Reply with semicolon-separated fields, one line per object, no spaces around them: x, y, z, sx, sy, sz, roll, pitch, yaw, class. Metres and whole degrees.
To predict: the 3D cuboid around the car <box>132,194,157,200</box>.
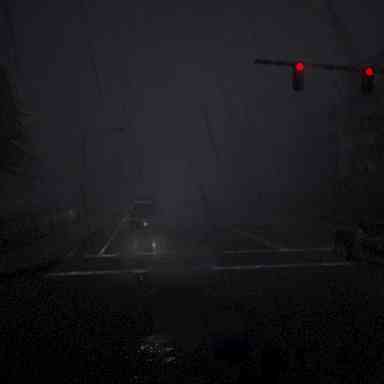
-4.605;1.223;32.288;2.150;2.045;5.566;0;0;-8;car

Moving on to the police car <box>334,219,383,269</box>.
5.938;1.425;9.351;1.930;1.638;5.238;0;0;-8;police car

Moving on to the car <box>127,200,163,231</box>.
-2.899;1.491;20.594;2.128;1.511;4.902;0;0;-8;car

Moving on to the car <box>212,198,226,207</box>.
4.037;1.547;50.358;2.033;1.411;5.357;0;0;-1;car

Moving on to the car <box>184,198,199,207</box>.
-0.112;1.547;50.752;2.033;1.411;5.357;0;0;-8;car
